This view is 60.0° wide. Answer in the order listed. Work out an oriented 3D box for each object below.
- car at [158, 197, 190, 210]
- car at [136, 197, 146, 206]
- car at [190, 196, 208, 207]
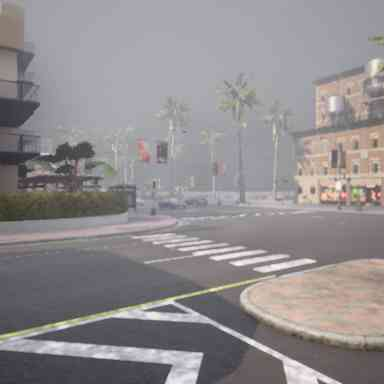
[{"bbox_3d":[-2.586,1.458,41.857,1.812,1.442,4.674,0,0,-35],"label":"car"},{"bbox_3d":[-8.746,1.458,50.657,1.812,1.442,4.674,0,0,-35],"label":"car"},{"bbox_3d":[0.369,1.402,50.164,2.128,1.511,4.902,0,0,-35],"label":"car"}]
